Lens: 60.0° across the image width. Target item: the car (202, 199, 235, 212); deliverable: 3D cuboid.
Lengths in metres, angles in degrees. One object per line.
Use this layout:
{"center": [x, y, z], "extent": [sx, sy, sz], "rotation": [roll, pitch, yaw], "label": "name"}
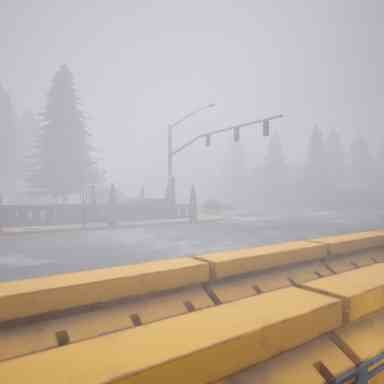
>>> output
{"center": [3.010, 1.526, 39.557], "extent": [1.812, 1.442, 4.674], "rotation": [0, 0, -36], "label": "car"}
